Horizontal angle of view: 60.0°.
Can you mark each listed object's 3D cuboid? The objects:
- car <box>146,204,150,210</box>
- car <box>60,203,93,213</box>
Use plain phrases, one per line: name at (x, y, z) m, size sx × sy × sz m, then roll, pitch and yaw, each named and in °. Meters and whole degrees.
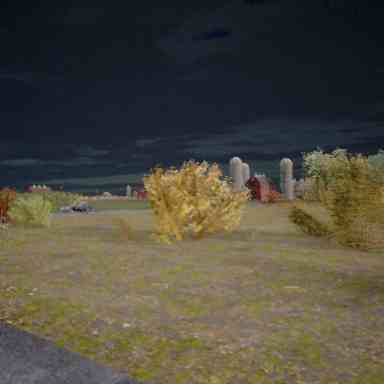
car at (-6.731, 2.569, 63.617) m, size 1.837 × 1.490 × 4.892 m, roll -2°, pitch -2°, yaw 36°
car at (-17.092, 2.366, 49.304) m, size 2.128 × 1.511 × 4.902 m, roll -2°, pitch -2°, yaw 36°
